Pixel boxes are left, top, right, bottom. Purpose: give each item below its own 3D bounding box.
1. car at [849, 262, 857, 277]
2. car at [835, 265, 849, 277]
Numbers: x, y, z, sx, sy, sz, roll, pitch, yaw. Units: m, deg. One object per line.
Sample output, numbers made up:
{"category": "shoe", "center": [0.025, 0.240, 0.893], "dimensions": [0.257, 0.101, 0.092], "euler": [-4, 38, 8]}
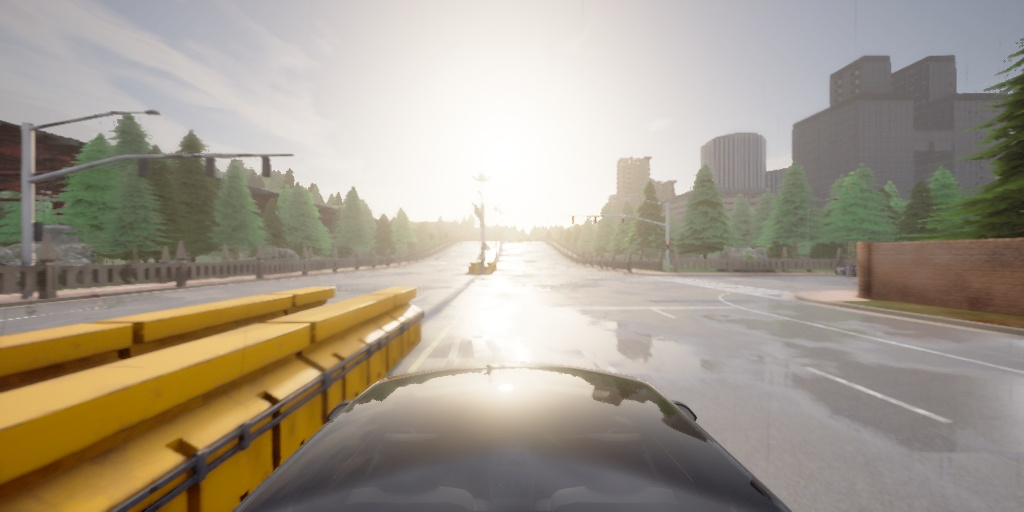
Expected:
{"category": "car", "center": [31.017, 1.206, 29.118], "dimensions": [5.008, 1.535, 1.882], "euler": [0, 0, 0]}
{"category": "car", "center": [32.317, 1.218, 32.614], "dimensions": [4.902, 1.511, 2.128], "euler": [0, 0, 0]}
